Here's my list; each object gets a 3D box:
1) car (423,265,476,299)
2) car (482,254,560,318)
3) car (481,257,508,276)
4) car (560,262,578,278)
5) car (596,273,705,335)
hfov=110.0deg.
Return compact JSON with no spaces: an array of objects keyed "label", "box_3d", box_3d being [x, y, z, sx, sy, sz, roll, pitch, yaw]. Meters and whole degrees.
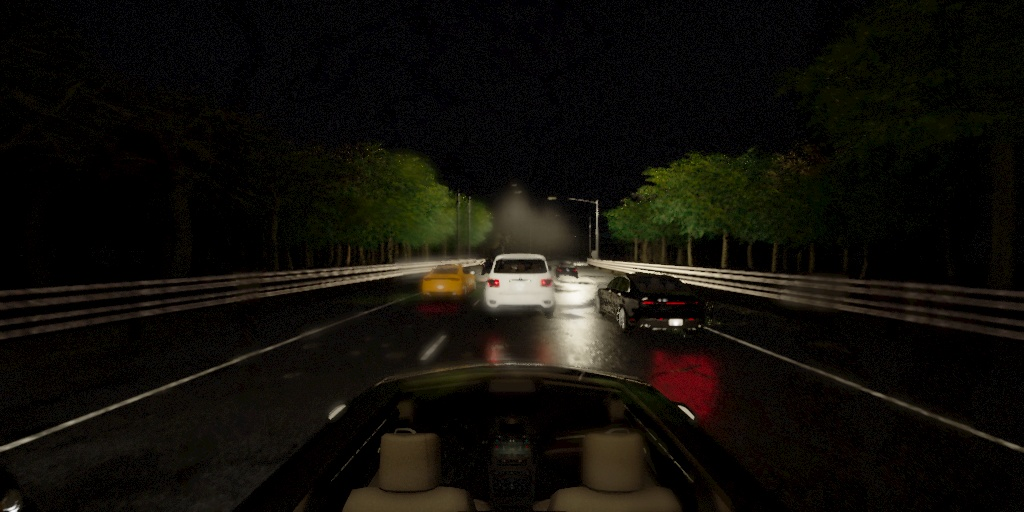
[{"label":"car","box_3d":[-2.995,1.191,17.983,1.882,1.535,5.008,0,0,2]},{"label":"car","box_3d":[0.317,0.949,13.094,2.150,2.045,5.566,0,0,2]},{"label":"car","box_3d":[-1.728,1.023,36.973,2.097,1.767,4.553,0,0,5]},{"label":"car","box_3d":[4.888,1.237,32.421,2.033,1.411,5.357,0,0,5]},{"label":"car","box_3d":[3.754,1.241,10.506,1.837,1.490,4.892,0,0,1]}]
